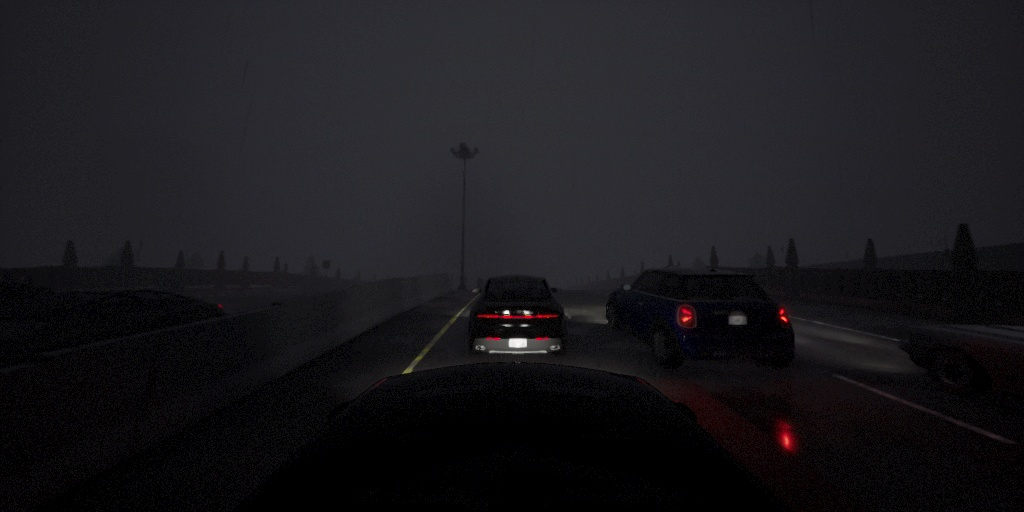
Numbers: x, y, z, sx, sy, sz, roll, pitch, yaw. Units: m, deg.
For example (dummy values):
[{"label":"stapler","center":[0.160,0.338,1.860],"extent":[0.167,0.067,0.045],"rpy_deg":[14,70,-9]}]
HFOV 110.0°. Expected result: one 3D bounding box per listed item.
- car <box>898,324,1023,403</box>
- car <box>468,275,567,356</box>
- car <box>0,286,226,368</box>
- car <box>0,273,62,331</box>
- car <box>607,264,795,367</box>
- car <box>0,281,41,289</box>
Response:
[{"label":"car","center":[7.100,1.324,3.525],"extent":[1.895,1.301,4.718],"rpy_deg":[0,1,0]},{"label":"car","center":[0.098,1.170,8.341],"extent":[1.837,1.490,4.892],"rpy_deg":[0,0,0]},{"label":"car","center":[-7.079,1.250,5.951],"extent":[1.994,1.385,4.181],"rpy_deg":[0,1,0]},{"label":"car","center":[-14.072,1.217,7.709],"extent":[2.033,1.411,5.357],"rpy_deg":[0,0,0]},{"label":"car","center":[3.598,1.021,7.835],"extent":[2.097,1.767,4.553],"rpy_deg":[0,0,0]},{"label":"car","center":[-10.579,1.188,6.048],"extent":[1.837,1.490,4.892],"rpy_deg":[0,1,0]}]
